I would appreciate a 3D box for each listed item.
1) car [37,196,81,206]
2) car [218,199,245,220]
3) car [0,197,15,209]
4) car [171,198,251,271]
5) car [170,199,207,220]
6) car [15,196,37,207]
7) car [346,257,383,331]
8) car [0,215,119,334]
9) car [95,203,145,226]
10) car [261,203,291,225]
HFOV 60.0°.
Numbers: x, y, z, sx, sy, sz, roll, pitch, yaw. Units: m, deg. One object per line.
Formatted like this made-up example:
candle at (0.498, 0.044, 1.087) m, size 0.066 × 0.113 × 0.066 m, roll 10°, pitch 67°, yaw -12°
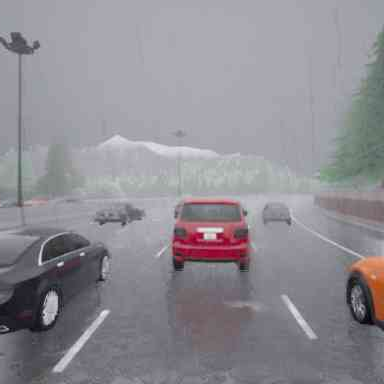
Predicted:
car at (-13.331, 1.364, 34.398) m, size 1.837 × 1.490 × 4.892 m, roll 0°, pitch 0°, yaw 14°
car at (3.491, 1.433, 28.737) m, size 1.837 × 1.490 × 4.892 m, roll 0°, pitch 0°, yaw 12°
car at (-19.780, 1.319, 37.521) m, size 2.128 × 1.511 × 4.902 m, roll 0°, pitch 0°, yaw 14°
car at (0.678, 1.191, 10.966) m, size 2.150 × 2.045 × 5.566 m, roll 0°, pitch 0°, yaw 5°
car at (-0.160, 1.409, 28.397) m, size 2.128 × 1.511 × 4.902 m, roll 0°, pitch 0°, yaw 12°
car at (-16.454, 1.194, 36.324) m, size 2.097 × 1.767 × 4.553 m, roll 0°, pitch 0°, yaw 14°
car at (3.787, 1.352, 4.191) m, size 2.097 × 1.767 × 4.553 m, roll 0°, pitch 0°, yaw 2°
car at (-3.105, 1.475, 6.769) m, size 1.837 × 1.490 × 4.892 m, roll 0°, pitch 0°, yaw 3°
car at (-4.838, 1.465, 22.923) m, size 2.033 × 1.411 × 5.357 m, roll 0°, pitch 0°, yaw 10°
car at (5.960, 1.498, 23.704) m, size 2.033 × 1.411 × 5.357 m, roll 0°, pitch 0°, yaw 11°
